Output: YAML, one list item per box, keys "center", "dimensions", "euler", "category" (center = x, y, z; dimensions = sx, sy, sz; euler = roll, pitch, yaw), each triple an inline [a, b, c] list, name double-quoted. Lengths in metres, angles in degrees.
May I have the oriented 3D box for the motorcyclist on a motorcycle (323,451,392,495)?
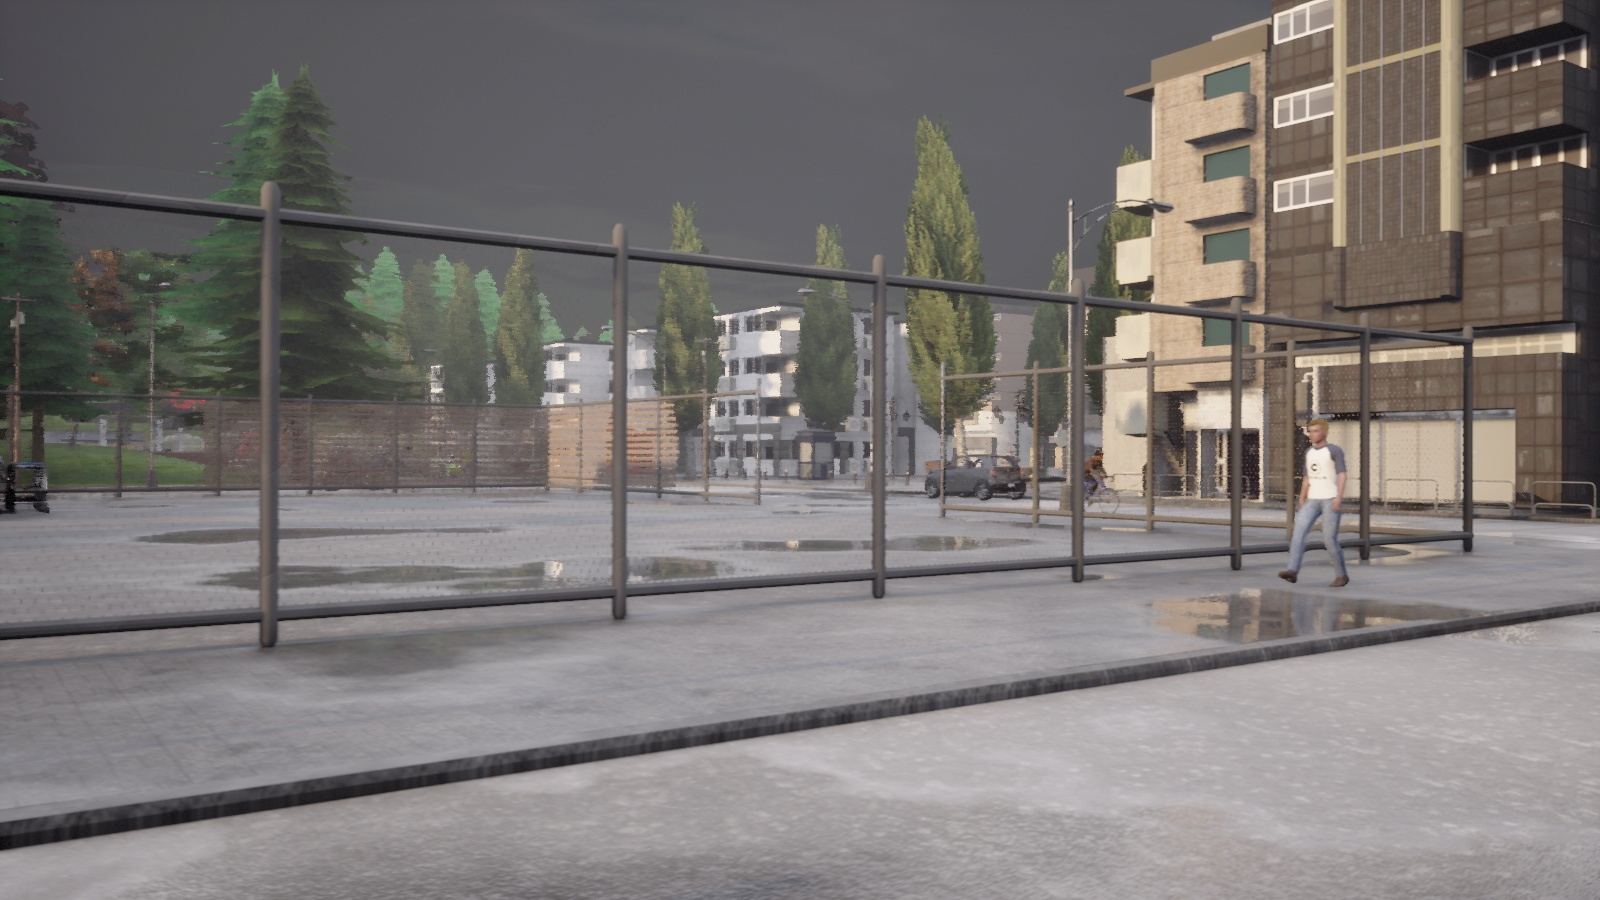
- center: [-16.827, 0.871, 47.743]
  dimensions: [2.350, 1.649, 0.766]
  euler: [0, 0, -35]
  category: "motorcyclist on a motorcycle"

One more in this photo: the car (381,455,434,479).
- center: [-24.547, 1.037, 78.425]
  dimensions: [1.837, 1.490, 4.892]
  euler: [0, 0, -35]
  category: "car"

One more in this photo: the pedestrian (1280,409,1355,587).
- center: [5.453, 0.496, 13.236]
  dimensions: [0.706, 1.836, 0.354]
  euler: [0, 0, -28]
  category: "pedestrian"

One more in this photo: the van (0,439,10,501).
- center: [-27.875, 0.656, 40.081]
  dimensions: [4.442, 1.987, 1.775]
  euler: [0, 0, -35]
  category: "van"

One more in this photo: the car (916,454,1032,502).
- center: [5.752, 0.899, 41.816]
  dimensions: [1.845, 1.501, 3.633]
  euler: [0, 0, -35]
  category: "car"

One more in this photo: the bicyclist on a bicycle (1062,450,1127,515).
- center: [7.553, 0.804, 32.222]
  dimensions: [0.582, 1.620, 1.656]
  euler: [0, 0, -35]
  category: "bicyclist on a bicycle"
